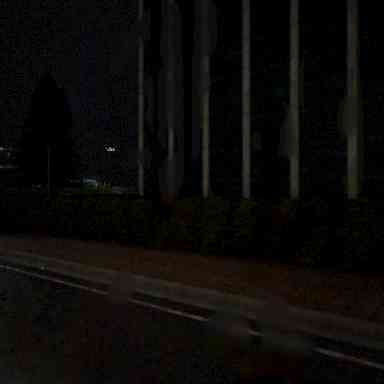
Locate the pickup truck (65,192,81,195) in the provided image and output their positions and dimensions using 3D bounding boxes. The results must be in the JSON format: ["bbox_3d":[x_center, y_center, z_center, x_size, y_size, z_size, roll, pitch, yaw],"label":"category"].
[{"bbox_3d":[-23.999,1.123,67.825,6.274,2.098,2.390,0,0,-24],"label":"pickup truck"}]
